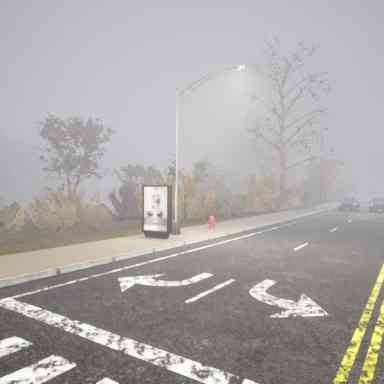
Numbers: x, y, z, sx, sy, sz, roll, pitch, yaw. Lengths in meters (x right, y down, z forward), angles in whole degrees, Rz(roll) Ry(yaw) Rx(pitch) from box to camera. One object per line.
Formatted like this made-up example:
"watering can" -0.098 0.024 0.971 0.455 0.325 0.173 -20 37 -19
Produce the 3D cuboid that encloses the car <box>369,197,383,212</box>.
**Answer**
"car" 21.536 1.392 38.056 2.097 1.767 4.553 0 0 31

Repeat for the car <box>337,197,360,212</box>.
"car" 18.736 1.389 39.706 2.097 1.767 4.553 0 0 31
